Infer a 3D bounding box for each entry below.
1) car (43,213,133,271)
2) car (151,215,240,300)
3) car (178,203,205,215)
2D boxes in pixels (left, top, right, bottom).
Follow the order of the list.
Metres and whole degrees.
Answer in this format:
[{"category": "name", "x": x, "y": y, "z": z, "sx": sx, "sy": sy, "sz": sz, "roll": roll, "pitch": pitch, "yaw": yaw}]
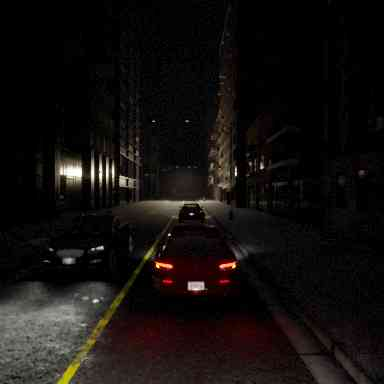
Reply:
[{"category": "car", "x": -3.156, "y": 1.493, "z": 10.938, "sx": 2.128, "sy": 1.511, "sz": 4.902, "roll": 0, "pitch": 0, "yaw": 0}, {"category": "car", "x": 0.059, "y": 1.527, "z": 8.291, "sx": 1.812, "sy": 1.442, "sz": 4.674, "roll": 0, "pitch": 0, "yaw": 0}, {"category": "car", "x": -0.036, "y": 1.566, "z": 26.051, "sx": 1.994, "sy": 1.385, "sz": 4.181, "roll": 0, "pitch": 0, "yaw": 0}]
